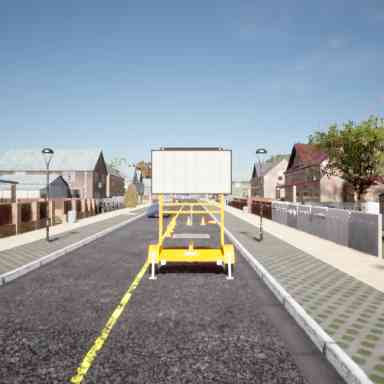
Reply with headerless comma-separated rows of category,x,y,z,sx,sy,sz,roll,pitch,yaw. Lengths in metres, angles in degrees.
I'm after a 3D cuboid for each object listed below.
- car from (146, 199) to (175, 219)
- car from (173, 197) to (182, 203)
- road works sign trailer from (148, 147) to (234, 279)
car,-2.933,1.591,30.185,2.033,1.411,5.357,0,0,0
car,-2.930,1.668,65.303,2.128,1.511,4.902,0,0,0
road works sign trailer,-0.015,0.471,10.023,2.380,3.560,2.880,0,0,0
